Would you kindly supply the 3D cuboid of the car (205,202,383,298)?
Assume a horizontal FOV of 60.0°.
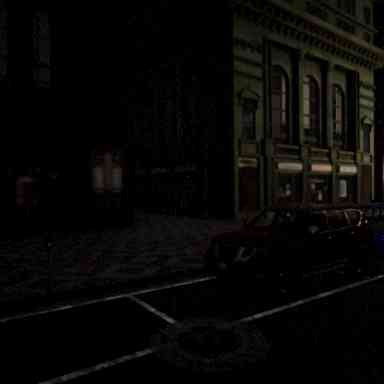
[{"bbox_3d":[2.727,1.259,8.596,5.009,1.841,2.192,-1,0,-35],"label":"car"}]
